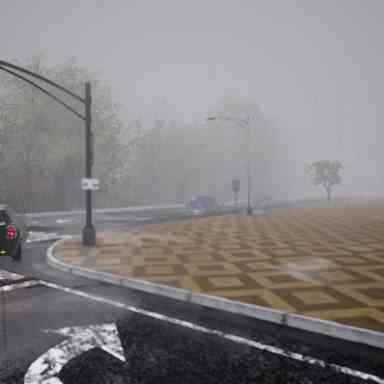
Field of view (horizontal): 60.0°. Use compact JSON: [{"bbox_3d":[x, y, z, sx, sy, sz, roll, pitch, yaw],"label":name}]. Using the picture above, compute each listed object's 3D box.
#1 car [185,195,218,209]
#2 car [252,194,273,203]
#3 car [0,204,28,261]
[{"bbox_3d":[1.132,1.152,39.183,1.882,1.535,5.008,-1,0,35],"label":"car"},{"bbox_3d":[11.358,1.039,53.505,1.882,1.535,5.008,-1,0,35],"label":"car"},{"bbox_3d":[-6.968,1.192,11.484,2.097,1.767,4.553,1,2,-25],"label":"car"}]
